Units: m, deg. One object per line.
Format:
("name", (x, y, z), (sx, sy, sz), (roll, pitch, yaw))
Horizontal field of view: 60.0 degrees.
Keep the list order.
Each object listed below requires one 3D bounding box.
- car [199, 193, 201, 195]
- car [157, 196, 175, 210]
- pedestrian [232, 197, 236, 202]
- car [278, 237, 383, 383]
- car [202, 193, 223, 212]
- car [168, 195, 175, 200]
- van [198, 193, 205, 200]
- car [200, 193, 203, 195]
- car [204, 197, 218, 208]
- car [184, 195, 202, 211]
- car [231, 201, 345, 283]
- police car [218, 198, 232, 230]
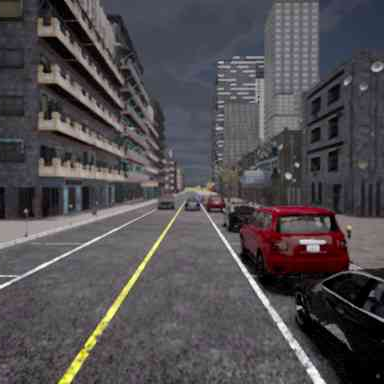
("car", (0.009, 1.405, 50.642), (1.882, 1.535, 5.008), (0, 0, 0))
("car", (-3.083, 1.507, 40.872), (1.994, 1.385, 4.181), (0, 0, 0))
("pedestrian", (3.004, 1.263, 23.800), (0.375, 1.860, 0.375), (-1, 1, 0))
("car", (2.645, 1.561, 4.053), (1.947, 1.339, 4.313), (-1, 0, 0))
("car", (2.645, 1.263, 37.531), (2.192, 1.841, 5.009), (-1, 0, 0))
("car", (-5.688, 1.423, 93.288), (1.802, 1.307, 4.206), (-1, 0, 0))
("van", (2.688, 1.182, 93.330), (1.690, 1.788, 3.998), (-1, 0, 0))
("car", (2.689, 1.471, 71.011), (1.802, 1.307, 4.206), (-1, 0, 0))
("car", (2.675, 1.456, 48.861), (1.752, 1.417, 4.829), (-1, 0, 0))
("car", (0.068, 1.436, 40.174), (2.128, 1.511, 4.902), (0, 0, 1))
("car", (2.641, 1.303, 9.632), (2.192, 1.841, 5.009), (-1, 0, 0))
("police car", (3.004, 1.399, 20.807), (1.930, 1.638, 5.238), (0, 0, 0))
